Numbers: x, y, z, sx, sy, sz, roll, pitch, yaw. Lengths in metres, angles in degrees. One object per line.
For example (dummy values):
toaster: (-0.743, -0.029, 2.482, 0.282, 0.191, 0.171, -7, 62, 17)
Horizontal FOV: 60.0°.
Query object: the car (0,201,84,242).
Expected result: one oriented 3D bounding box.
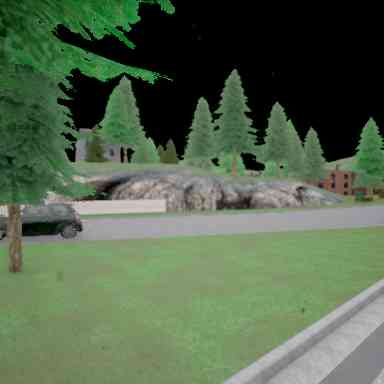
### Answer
car: (-7.626, 1.343, 16.085, 4.553, 1.767, 2.097, -1, 0, -17)
